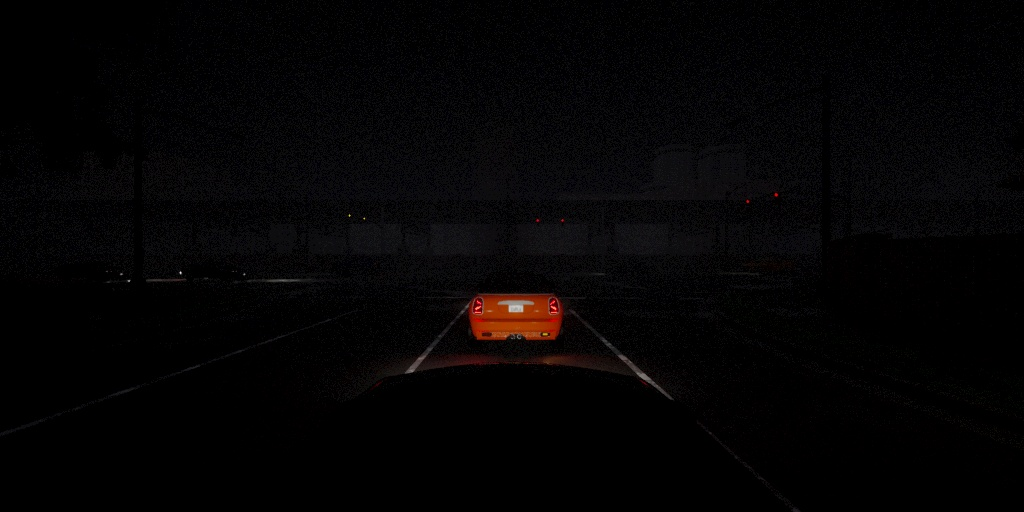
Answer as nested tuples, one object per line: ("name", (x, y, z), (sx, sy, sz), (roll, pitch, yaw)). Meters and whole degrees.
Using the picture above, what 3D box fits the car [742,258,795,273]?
("car", (27.752, 1.043, 38.923), (5.008, 1.535, 1.882), (-1, 0, 1))

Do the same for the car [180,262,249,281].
("car", (-24.460, 1.242, 29.537), (4.902, 1.511, 2.128), (0, 0, 1))

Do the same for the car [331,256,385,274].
("car", (-17.134, 0.971, 40.036), (5.566, 2.045, 2.150), (0, 0, 1))

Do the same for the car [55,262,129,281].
("car", (-34.853, 1.242, 29.842), (4.902, 1.511, 2.128), (0, 0, 2))

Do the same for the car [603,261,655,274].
("car", (12.758, 1.251, 39.299), (5.357, 1.411, 2.033), (0, 0, 1))

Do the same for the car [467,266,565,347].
("car", (0.081, 1.103, 9.502), (2.097, 1.767, 4.553), (0, 0, 0))
